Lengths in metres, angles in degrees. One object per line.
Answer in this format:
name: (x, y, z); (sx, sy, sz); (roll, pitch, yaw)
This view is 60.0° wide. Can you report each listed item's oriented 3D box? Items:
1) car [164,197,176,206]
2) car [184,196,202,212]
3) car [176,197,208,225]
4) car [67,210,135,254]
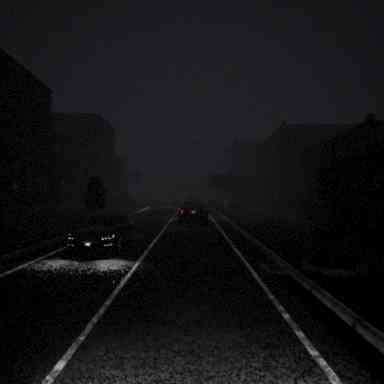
car: (-3.596, 1.554, 55.709); (2.128, 1.511, 4.902); (0, 0, 0)
car: (0.086, 1.464, 41.904); (2.097, 1.767, 4.553); (0, 0, 0)
car: (0.100, 1.422, 25.111); (2.097, 1.767, 4.553); (0, 0, 0)
car: (-3.560, 1.535, 13.761); (1.837, 1.490, 4.892); (0, 0, 0)
